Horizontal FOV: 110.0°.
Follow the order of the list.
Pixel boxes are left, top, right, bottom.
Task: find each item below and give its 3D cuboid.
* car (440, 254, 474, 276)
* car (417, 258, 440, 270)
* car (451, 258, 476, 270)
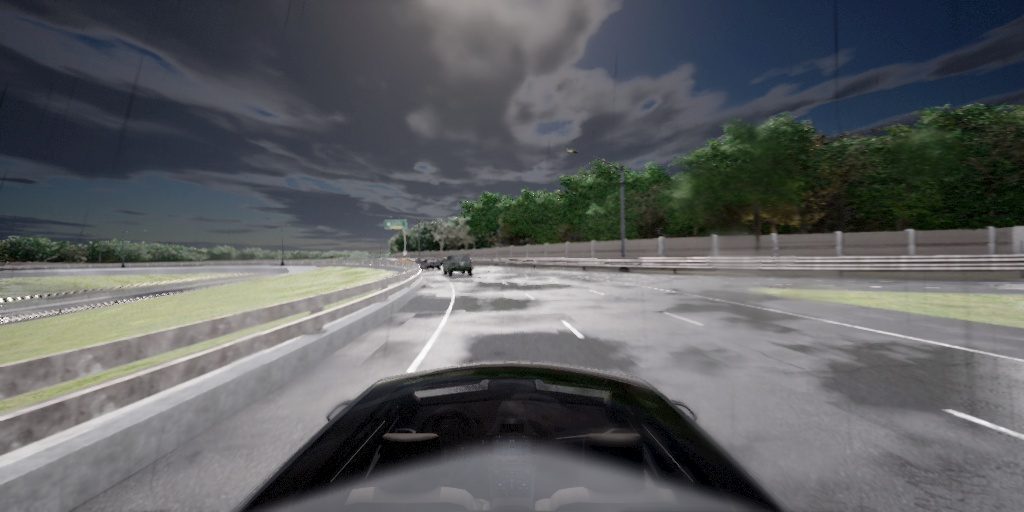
[{"bbox_3d":[-5.315,0.832,34.885,2.150,2.045,5.566,-1,0,-18],"label":"car"},{"bbox_3d":[-11.206,1.130,49.003,1.837,1.490,4.892,-1,1,-27],"label":"car"},{"bbox_3d":[-6.535,1.023,47.434,1.882,1.535,5.008,-1,0,-25],"label":"car"}]
